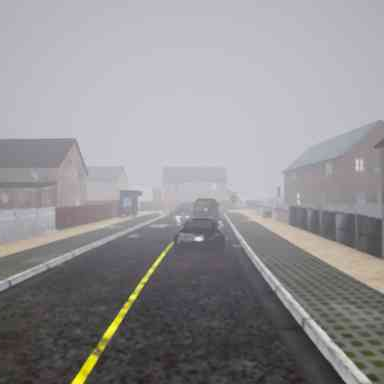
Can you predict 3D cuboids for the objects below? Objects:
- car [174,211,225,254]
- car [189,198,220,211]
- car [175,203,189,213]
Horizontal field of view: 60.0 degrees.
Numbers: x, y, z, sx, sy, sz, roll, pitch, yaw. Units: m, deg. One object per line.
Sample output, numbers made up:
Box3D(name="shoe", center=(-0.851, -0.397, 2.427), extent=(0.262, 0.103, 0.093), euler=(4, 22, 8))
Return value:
Box3D(name="car", center=(0.362, 1.713, 14.197), extent=(1.994, 1.385, 4.181), euler=(0, -1, 3))
Box3D(name="car", center=(1.238, 1.541, 28.931), extent=(2.150, 2.045, 5.566), euler=(0, -1, 3))
Box3D(name="car", center=(-0.852, 2.015, 40.012), extent=(2.033, 1.411, 5.357), euler=(0, -1, 3))
